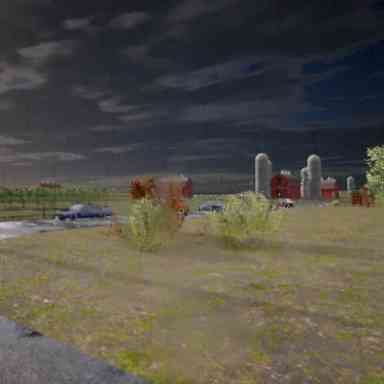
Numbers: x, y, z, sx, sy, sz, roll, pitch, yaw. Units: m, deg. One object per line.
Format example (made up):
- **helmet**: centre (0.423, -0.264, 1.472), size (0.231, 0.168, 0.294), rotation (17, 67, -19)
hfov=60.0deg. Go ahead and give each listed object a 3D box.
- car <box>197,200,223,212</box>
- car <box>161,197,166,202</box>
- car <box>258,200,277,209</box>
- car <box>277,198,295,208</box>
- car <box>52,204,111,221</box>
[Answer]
- **car**: centre (2.611, 1.928, 46.016), size (1.837, 1.490, 4.892), rotation (-1, -1, 36)
- **car**: centre (-3.467, 1.533, 37.600), size (2.150, 2.045, 5.566), rotation (-1, -1, 36)
- **car**: centre (10.738, 1.959, 51.078), size (2.128, 1.511, 4.902), rotation (-1, -1, 36)
- **car**: centre (16.738, 1.934, 59.486), size (2.097, 1.767, 4.553), rotation (-1, -1, 36)
- **car**: centre (-9.468, 1.746, 29.275), size (2.033, 1.411, 5.357), rotation (-1, -1, 36)
